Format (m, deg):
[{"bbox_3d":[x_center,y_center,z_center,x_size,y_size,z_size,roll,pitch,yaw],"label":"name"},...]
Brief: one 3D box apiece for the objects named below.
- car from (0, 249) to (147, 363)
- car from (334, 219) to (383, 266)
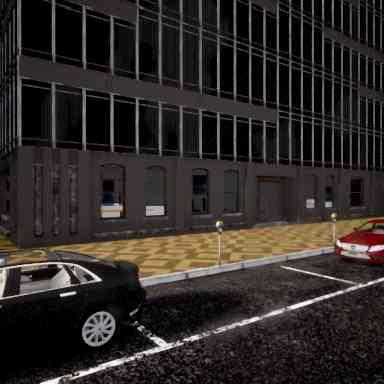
[{"bbox_3d":[-2.780,1.551,4.577,4.403,1.369,2.008,0,0,-35],"label":"car"},{"bbox_3d":[6.510,1.582,11.157,4.206,1.307,1.802,0,0,-35],"label":"car"}]
